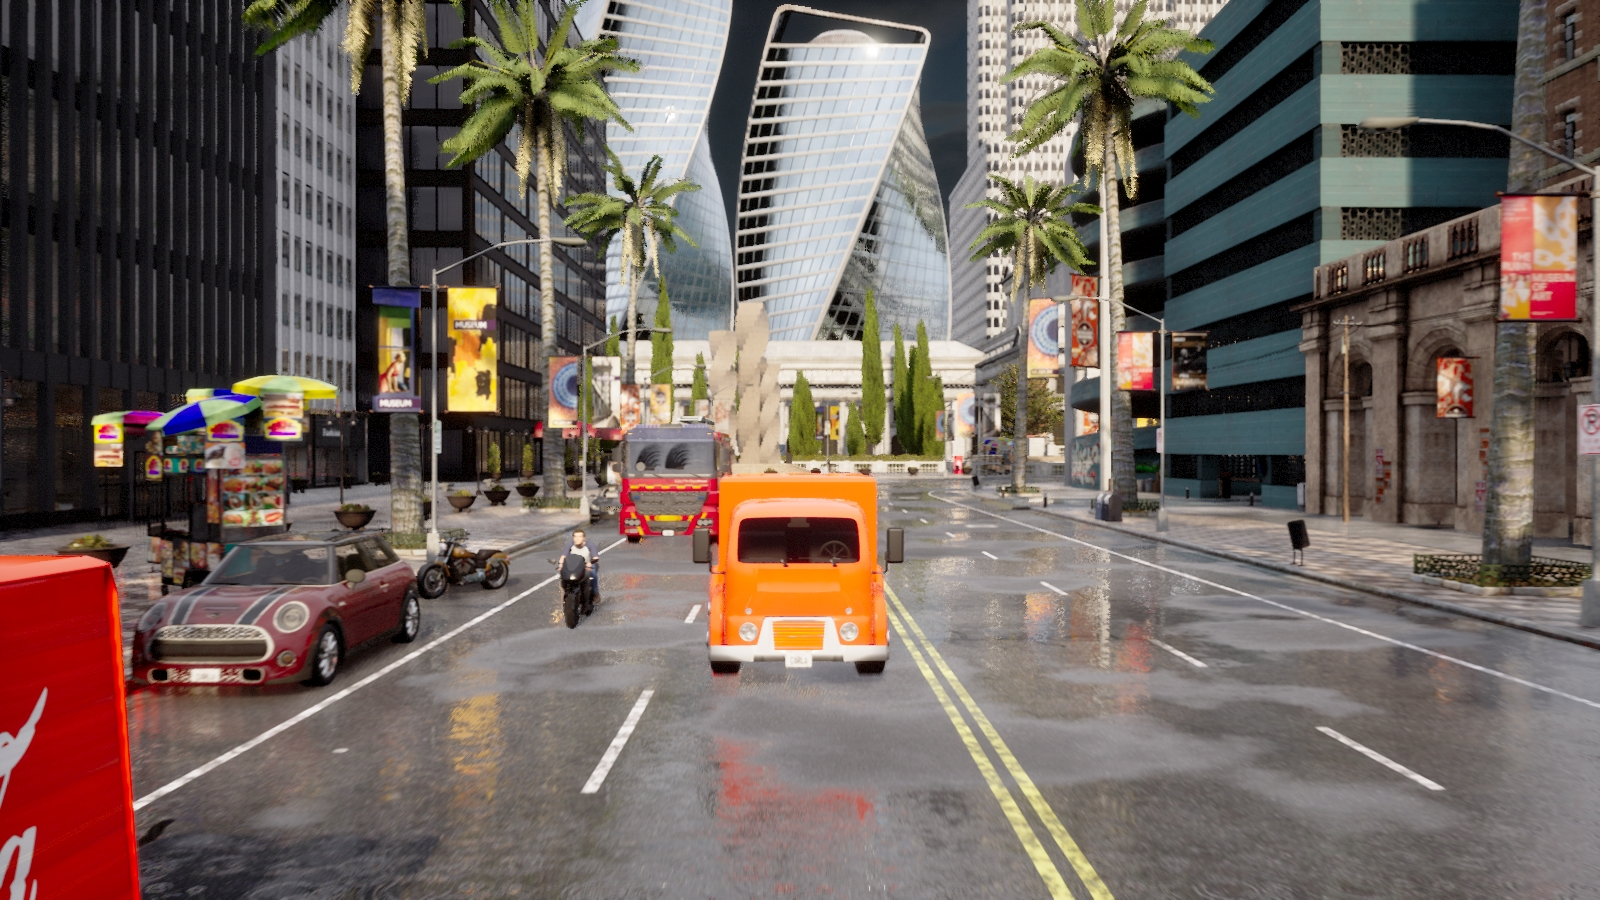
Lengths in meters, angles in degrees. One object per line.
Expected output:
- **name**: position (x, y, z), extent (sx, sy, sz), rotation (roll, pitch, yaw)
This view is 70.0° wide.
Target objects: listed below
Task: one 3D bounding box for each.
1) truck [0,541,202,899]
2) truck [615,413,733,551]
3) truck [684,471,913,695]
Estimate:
- **truck**: position (-3.500, 1.568, 1.572), extent (2.627, 2.467, 5.204), rotation (0, 0, 0)
- **truck**: position (-3.753, 0.890, 36.071), extent (2.891, 3.827, 8.468), rotation (0, 0, -1)
- **truck**: position (-0.037, 1.568, 15.672), extent (2.627, 2.467, 5.204), rotation (0, 0, 0)
